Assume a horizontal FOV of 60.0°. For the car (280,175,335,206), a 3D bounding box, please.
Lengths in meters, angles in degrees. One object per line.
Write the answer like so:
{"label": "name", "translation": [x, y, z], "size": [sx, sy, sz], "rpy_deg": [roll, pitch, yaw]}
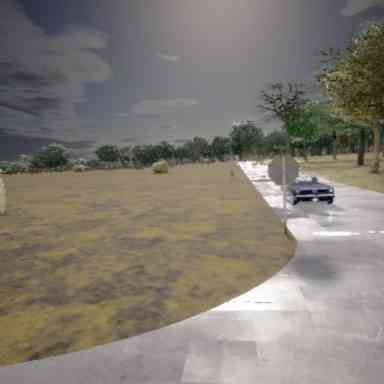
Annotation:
{"label": "car", "translation": [5.733, -0.160, 16.968], "size": [1.895, 1.301, 4.718], "rpy_deg": [-2, 5, 7]}
